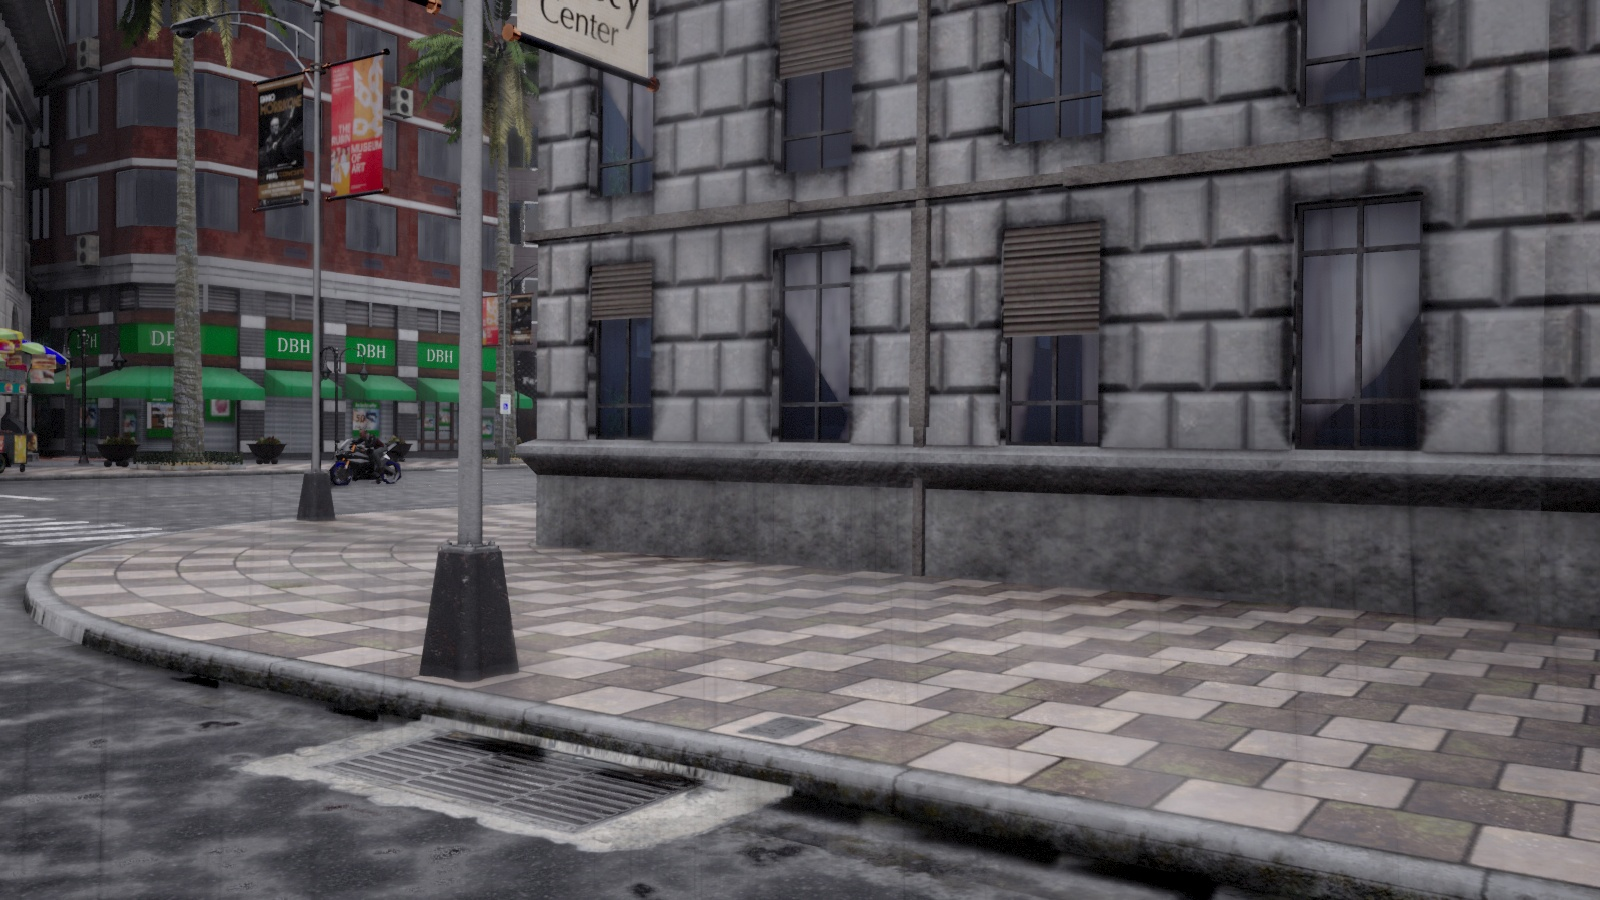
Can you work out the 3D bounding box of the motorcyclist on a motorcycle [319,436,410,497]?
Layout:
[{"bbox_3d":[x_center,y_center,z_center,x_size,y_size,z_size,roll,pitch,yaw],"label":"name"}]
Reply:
[{"bbox_3d":[-11.516,0.416,33.306,0.866,1.530,2.191,0,1,33],"label":"motorcyclist on a motorcycle"}]
